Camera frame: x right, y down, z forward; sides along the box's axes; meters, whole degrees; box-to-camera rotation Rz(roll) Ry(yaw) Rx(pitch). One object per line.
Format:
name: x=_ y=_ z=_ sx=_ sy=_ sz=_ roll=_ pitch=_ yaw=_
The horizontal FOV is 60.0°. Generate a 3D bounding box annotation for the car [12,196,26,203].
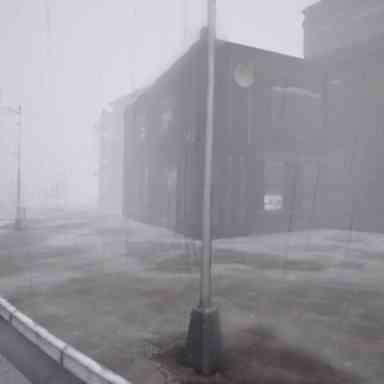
car: x=-31.800 y=1.555 z=61.302 sx=1.837 sy=1.490 sz=4.892 roll=1 pitch=-1 yaw=-17
